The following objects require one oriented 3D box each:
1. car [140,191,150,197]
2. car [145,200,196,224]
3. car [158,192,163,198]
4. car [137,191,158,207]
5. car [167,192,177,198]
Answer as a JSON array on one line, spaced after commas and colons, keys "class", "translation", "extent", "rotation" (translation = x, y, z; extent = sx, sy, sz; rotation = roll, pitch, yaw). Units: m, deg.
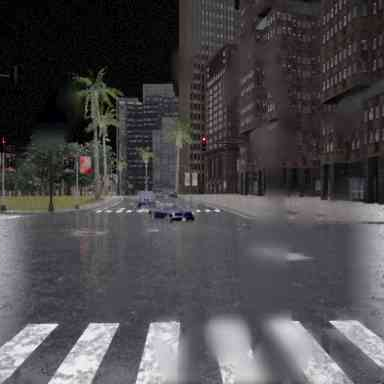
[{"class": "car", "translation": [-10.858, 0.387, 76.331], "extent": [1.994, 1.385, 4.181], "rotation": [0, 1, -11]}, {"class": "car", "translation": [-1.530, 1.505, 23.972], "extent": [1.895, 1.301, 4.718], "rotation": [-1, 1, -27]}, {"class": "car", "translation": [-8.070, 0.716, 78.914], "extent": [2.128, 1.511, 4.902], "rotation": [0, 1, -12]}, {"class": "car", "translation": [-5.848, 0.874, 43.101], "extent": [2.150, 2.045, 5.566], "rotation": [0, 1, -7]}, {"class": "car", "translation": [-4.769, 0.695, 79.014], "extent": [1.837, 1.490, 4.892], "rotation": [0, 1, -12]}]
